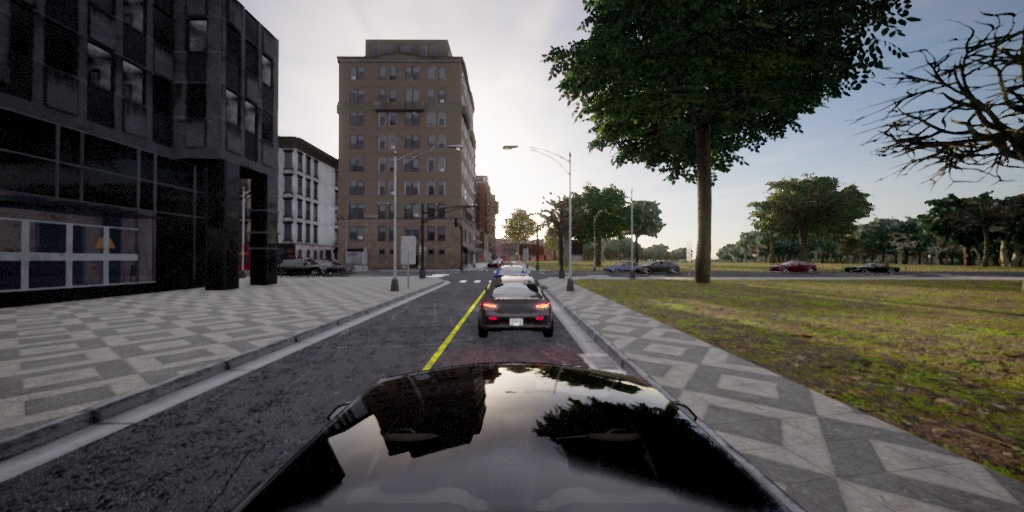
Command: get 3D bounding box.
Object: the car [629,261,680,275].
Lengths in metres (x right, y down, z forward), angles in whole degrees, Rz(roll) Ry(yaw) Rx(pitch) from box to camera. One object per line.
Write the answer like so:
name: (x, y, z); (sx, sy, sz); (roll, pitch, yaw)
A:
car: (16.157, 1.297, 40.143); (4.892, 1.490, 1.837); (0, -1, 0)

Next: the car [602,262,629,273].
car: (13.791, 1.370, 43.384); (5.357, 1.411, 2.033); (0, -1, 0)

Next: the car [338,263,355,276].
car: (-18.440, 1.257, 36.524); (4.674, 1.442, 1.812); (0, -1, 0)

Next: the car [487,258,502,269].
car: (-3.063, 1.394, 58.386); (1.895, 1.301, 4.718); (0, 0, 0)

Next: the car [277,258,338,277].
car: (-19.130, 1.051, 33.273); (4.553, 1.767, 2.097); (0, -1, 0)

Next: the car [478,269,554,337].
car: (0.076, 1.274, 10.142); (1.812, 1.442, 4.674); (0, 0, -1)

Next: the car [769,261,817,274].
car: (33.993, 1.326, 43.472); (5.008, 1.535, 1.882); (0, -1, 0)

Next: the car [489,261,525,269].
car: (-0.014, 1.228, 19.532); (1.882, 1.535, 5.008); (0, 0, 0)

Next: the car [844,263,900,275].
car: (40.272, 1.428, 40.227); (4.718, 1.301, 1.895); (0, -1, 0)
